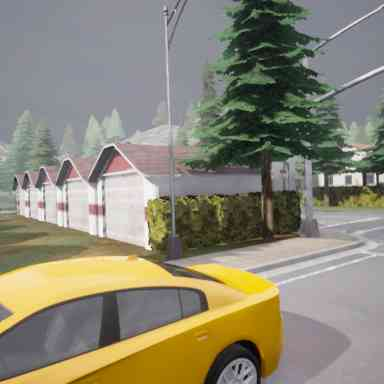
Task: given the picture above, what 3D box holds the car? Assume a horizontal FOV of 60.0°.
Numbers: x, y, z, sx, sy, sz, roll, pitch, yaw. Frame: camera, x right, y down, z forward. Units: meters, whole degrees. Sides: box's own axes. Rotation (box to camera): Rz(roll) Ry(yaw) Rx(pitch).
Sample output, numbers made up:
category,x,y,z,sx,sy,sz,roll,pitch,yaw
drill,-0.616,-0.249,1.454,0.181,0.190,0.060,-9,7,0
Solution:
category,x,y,z,sx,sy,sz,roll,pitch,yaw
car,-1.295,1.454,3.066,5.008,1.535,1.882,-2,1,-35
